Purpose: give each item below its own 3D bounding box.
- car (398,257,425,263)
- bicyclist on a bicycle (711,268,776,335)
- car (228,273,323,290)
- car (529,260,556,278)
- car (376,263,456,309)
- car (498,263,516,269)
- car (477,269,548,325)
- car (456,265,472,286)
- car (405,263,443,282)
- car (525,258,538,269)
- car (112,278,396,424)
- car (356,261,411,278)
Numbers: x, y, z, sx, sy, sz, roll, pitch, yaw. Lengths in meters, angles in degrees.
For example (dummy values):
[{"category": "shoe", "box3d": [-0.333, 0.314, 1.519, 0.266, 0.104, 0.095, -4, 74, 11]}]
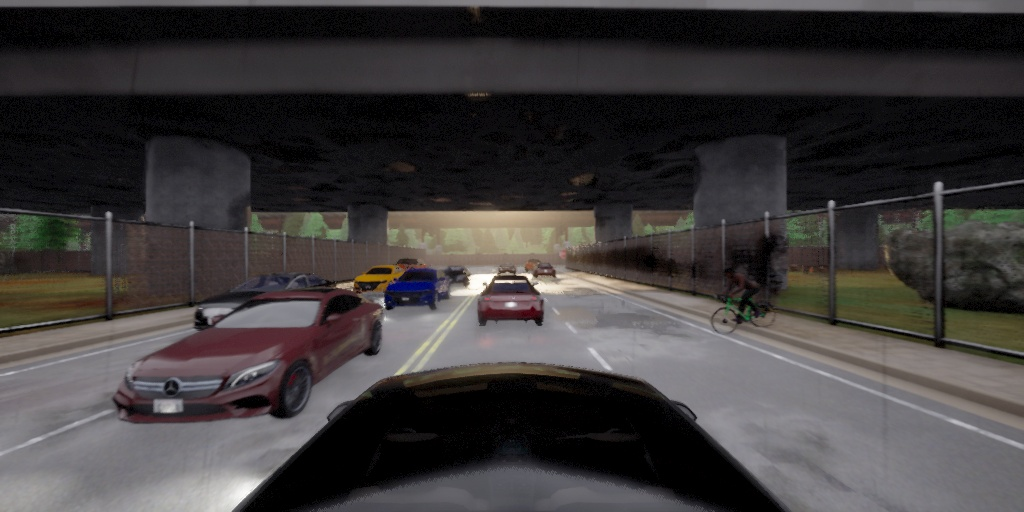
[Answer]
[{"category": "car", "box3d": [-7.391, 0.887, 25.712, 2.097, 1.767, 4.553, 0, 0, -1]}, {"category": "bicyclist on a bicycle", "box3d": [5.671, 1.081, 8.906, 1.656, 1.620, 0.582, -10, 0, -1]}, {"category": "car", "box3d": [-7.236, 1.295, 11.169, 2.128, 1.511, 4.902, 0, 0, -1]}, {"category": "car", "box3d": [3.017, 1.314, 34.092, 1.994, 1.385, 4.181, 0, 0, 0]}, {"category": "car", "box3d": [-3.806, 1.261, 15.204, 1.882, 1.535, 5.008, 0, 0, -1]}, {"category": "car", "box3d": [-0.503, 1.378, 38.230, 1.895, 1.301, 4.718, 0, 0, -1]}, {"category": "car", "box3d": [-0.057, 1.320, 11.912, 1.994, 1.385, 4.181, 0, 0, -1]}, {"category": "car", "box3d": [-3.962, 1.355, 25.135, 1.994, 1.385, 4.181, 0, 0, -1]}, {"category": "car", "box3d": [-7.543, 1.366, 31.184, 2.033, 1.411, 5.357, 0, 0, -1]}, {"category": "car", "box3d": [2.778, 1.113, 47.544, 2.097, 1.767, 4.553, 0, 0, 0]}, {"category": "car", "box3d": [-3.627, 1.302, 6.055, 1.812, 1.442, 4.674, 0, 0, -1]}, {"category": "car", "box3d": [-7.398, 1.289, 20.780, 1.882, 1.535, 5.008, 0, 0, -1]}]
